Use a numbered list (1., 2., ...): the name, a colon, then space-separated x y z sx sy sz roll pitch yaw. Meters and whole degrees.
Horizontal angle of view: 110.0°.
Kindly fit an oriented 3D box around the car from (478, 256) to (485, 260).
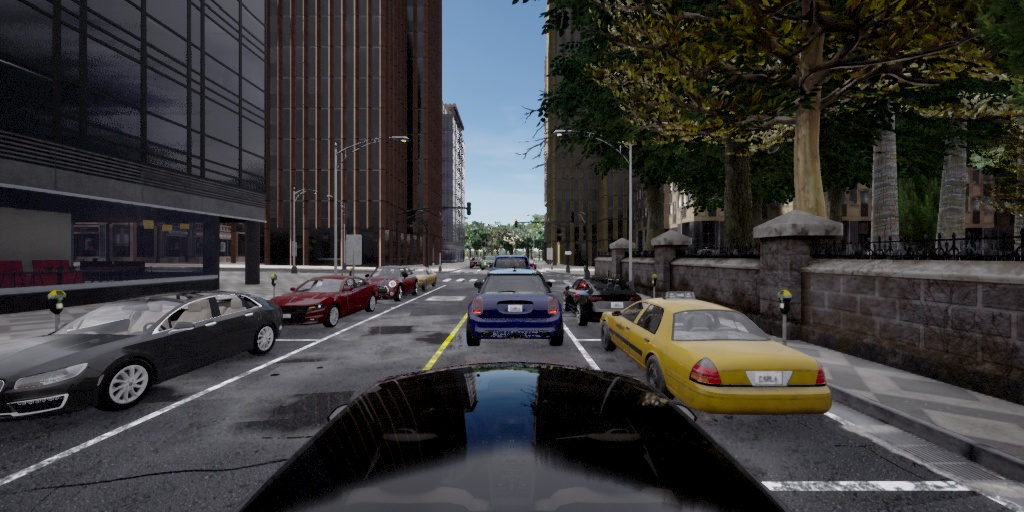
1. car: -3.189 0.982 51.229 2.150 2.045 5.566 0 0 -1

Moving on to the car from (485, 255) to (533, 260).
1. car: -0.025 0.973 18.987 2.150 2.045 5.566 0 0 0

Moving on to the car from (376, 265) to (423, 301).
1. car: -5.789 1.190 16.890 1.967 1.591 4.097 0 0 0

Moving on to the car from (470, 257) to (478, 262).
1. car: -5.864 1.079 59.754 2.192 1.841 5.009 0 0 0

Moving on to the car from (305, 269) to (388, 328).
1. car: -5.780 1.295 11.433 1.888 1.381 4.507 0 0 0

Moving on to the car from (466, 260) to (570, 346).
1. car: 0.039 1.102 9.553 2.097 1.767 4.553 0 0 -1

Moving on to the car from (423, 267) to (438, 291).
1. car: -5.799 1.277 22.176 1.751 1.417 4.829 0 0 0

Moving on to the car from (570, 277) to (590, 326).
1. car: 2.745 1.316 11.450 1.948 1.339 4.313 0 0 0

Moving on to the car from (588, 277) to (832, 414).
1. car: 2.755 1.275 6.163 1.751 1.417 4.829 0 0 0

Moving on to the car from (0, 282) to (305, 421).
1. car: -5.770 1.300 5.976 2.007 1.370 4.403 0 0 0
